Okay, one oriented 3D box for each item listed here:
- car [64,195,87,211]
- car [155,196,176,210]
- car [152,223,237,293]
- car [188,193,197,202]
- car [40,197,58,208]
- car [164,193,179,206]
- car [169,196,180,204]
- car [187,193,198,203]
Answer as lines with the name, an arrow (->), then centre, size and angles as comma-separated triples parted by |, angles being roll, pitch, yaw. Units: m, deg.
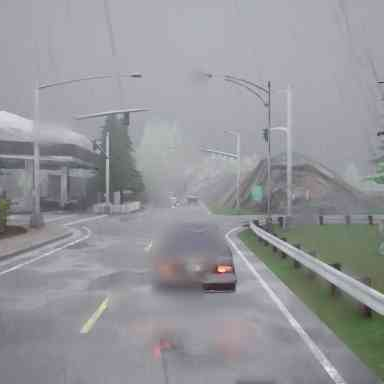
car -> -14.500, 1.313, 41.591 | 1.905, 1.878, 3.866 | 0, 0, -1
car -> -3.567, 1.547, 42.267 | 2.033, 1.411, 5.357 | 0, 0, 0
car -> 0.075, 1.547, 8.975 | 2.033, 1.411, 5.357 | 0, 0, 1
car -> 0.046, 1.225, 81.130 | 2.150, 2.045, 5.566 | 0, 0, -2
car -> -20.204, 1.480, 45.872 | 2.242, 1.667, 4.611 | 0, 0, -1
car -> -3.553, 1.221, 52.874 | 2.150, 2.045, 5.566 | 0, 0, 0
car -> -3.479, 1.548, 66.584 | 2.033, 1.411, 5.357 | 0, 0, 0
car -> 0.150, 1.478, 68.605 | 1.882, 1.535, 5.008 | 0, 0, 0
